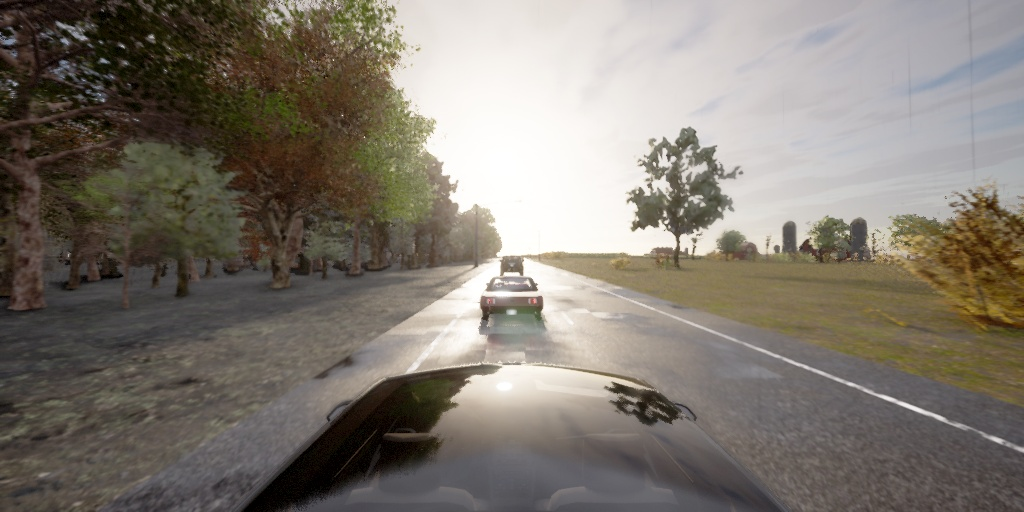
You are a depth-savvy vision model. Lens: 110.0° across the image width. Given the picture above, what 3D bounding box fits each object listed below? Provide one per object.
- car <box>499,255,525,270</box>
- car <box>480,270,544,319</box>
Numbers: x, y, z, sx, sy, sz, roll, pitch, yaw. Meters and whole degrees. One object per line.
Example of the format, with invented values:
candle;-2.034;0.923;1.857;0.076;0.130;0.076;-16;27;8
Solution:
car;-0.005;0.896;33.666;2.150;2.045;5.566;0;0;0
car;-0.005;1.327;12.567;1.895;1.301;4.718;0;0;0
